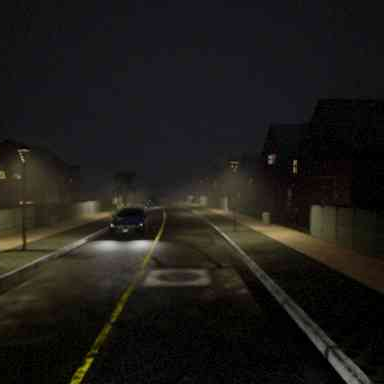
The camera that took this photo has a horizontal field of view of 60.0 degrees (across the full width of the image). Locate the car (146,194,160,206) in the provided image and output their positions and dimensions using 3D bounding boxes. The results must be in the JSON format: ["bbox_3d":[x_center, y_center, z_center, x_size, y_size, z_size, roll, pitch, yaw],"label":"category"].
[{"bbox_3d":[-6.856,1.466,58.429,2.150,2.045,5.566,-1,0,-7],"label":"car"}]

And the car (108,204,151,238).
[{"bbox_3d":[-3.294,1.594,18.252,1.812,1.442,4.674,0,0,-3],"label":"car"}]
